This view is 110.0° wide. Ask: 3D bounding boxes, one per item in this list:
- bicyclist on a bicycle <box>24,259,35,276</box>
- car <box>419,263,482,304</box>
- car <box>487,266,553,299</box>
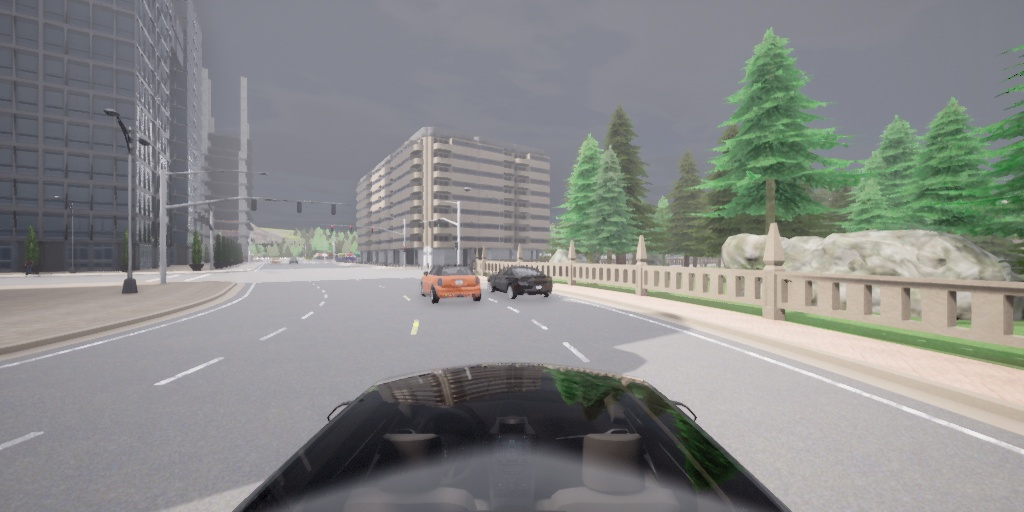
[{"bbox_3d":[-46.889,1.102,34.845,0.582,1.620,1.656,0,0,-34],"label":"bicyclist on a bicycle"},{"bbox_3d":[-2.981,1.115,16.761,2.097,1.767,4.553,0,0,-22],"label":"car"},{"bbox_3d":[0.249,1.234,18.109,1.882,1.535,5.008,0,0,-22],"label":"car"}]
